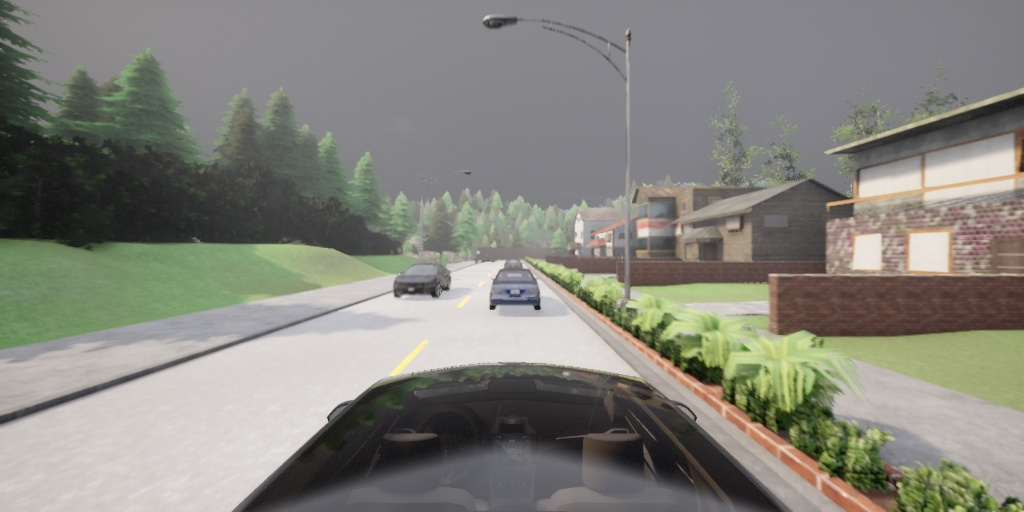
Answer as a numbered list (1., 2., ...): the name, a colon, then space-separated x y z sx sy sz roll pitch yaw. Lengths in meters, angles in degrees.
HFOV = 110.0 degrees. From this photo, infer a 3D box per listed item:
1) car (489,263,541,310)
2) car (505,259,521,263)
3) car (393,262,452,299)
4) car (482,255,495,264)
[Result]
1. car: 0.105 1.169 13.979 2.033 1.411 5.357 0 1 0
2. car: 0.113 0.953 34.462 2.033 1.411 5.357 0 1 0
3. car: -4.093 1.066 17.069 1.882 1.535 5.008 0 0 0
4. car: -3.975 0.491 60.375 1.994 1.385 4.181 0 1 0
